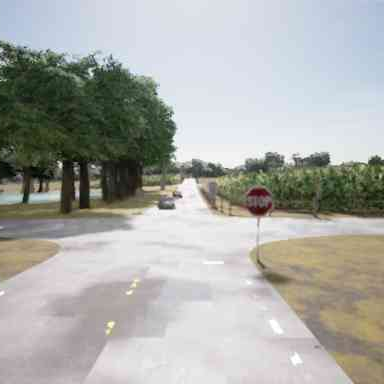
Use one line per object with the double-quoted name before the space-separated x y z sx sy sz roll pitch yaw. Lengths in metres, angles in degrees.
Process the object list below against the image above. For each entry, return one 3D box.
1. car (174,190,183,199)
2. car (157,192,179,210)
"car" -2.730 0.429 62.533 1.882 1.535 5.008 0 2 0
"car" -2.737 1.184 36.790 1.837 1.490 4.892 0 3 0
